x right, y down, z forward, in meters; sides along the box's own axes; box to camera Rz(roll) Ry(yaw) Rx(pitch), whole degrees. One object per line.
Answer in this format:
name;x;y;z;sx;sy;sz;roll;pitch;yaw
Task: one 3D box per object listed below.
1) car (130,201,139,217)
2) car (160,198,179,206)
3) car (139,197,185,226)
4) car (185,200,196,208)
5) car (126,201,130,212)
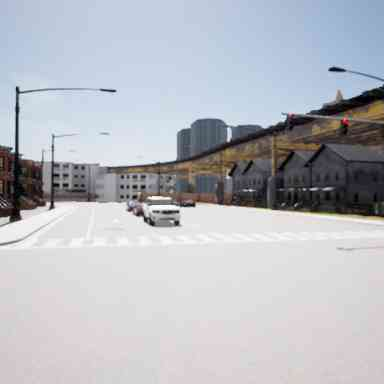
car;-5.116;1.849;35.202;1.895;1.301;4.718;0;0;-16
car;-4.588;2.033;67.457;1.812;1.442;4.674;1;-1;-33
car;-2.448;1.411;25.809;2.150;2.045;5.566;0;0;-16
car;-0.759;2.024;58.546;1.994;1.385;4.181;1;0;-19
car;-7.732;1.854;44.458;2.033;1.411;5.357;0;0;-16
